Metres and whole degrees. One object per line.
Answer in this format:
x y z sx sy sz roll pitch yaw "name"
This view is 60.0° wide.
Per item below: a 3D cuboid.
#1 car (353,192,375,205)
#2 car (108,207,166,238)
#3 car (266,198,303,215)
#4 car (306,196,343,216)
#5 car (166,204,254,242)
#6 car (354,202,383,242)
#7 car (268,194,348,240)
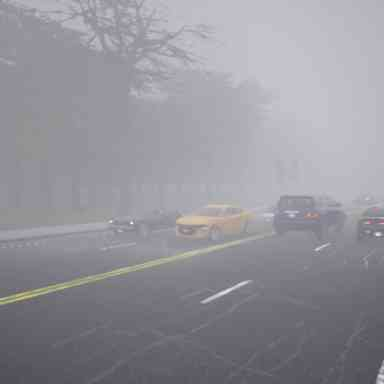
23.409 0.863 45.263 2.097 1.767 4.553 0 1 38 "car"
-2.016 1.486 17.252 1.895 1.301 4.718 0 0 37 "car"
8.797 1.320 31.466 1.994 1.385 4.181 0 1 37 "car"
12.236 1.232 30.619 1.882 1.535 5.008 0 1 37 "car"
1.239 1.370 16.164 1.882 1.535 5.008 0 0 37 "car"
8.801 1.398 15.048 1.837 1.490 4.892 0 0 37 "car"
6.015 1.109 16.744 2.150 2.045 5.566 0 0 37 "car"
